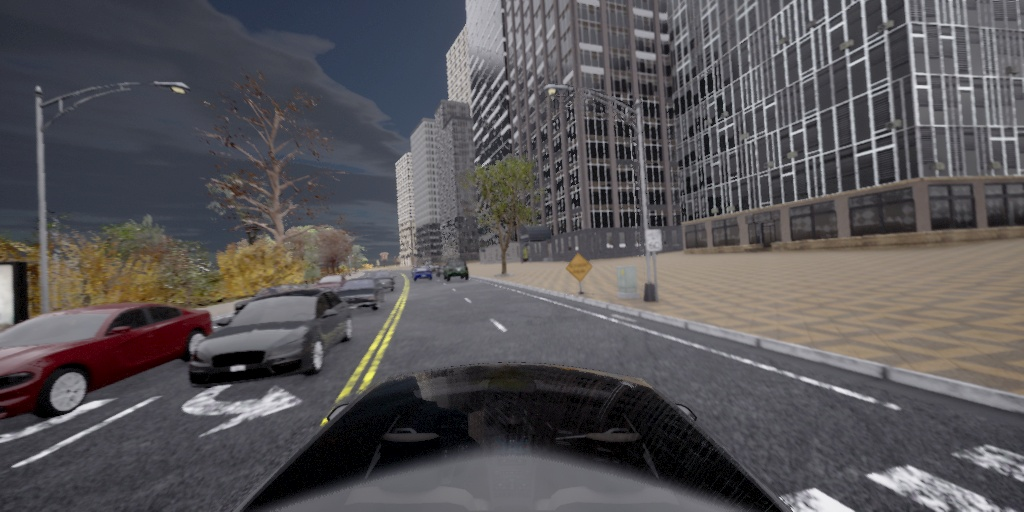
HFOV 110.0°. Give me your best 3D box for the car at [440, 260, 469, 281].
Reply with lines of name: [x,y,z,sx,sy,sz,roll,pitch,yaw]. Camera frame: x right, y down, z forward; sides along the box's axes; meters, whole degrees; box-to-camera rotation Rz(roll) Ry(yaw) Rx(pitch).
car: [-5.882,1.493,37.535,2.150,2.045,5.566,-3,0,-15]

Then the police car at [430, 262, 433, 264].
police car: [-13.048,2.265,63.662,1.930,1.638,5.238,-3,0,-19]

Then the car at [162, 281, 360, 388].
car: [-4.909,1.565,8.018,1.837,1.490,4.892,-3,0,-14]

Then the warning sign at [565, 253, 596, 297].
warning sign: [3.006,0.781,15.600,1.300,1.860,1.060,0,0,-14]

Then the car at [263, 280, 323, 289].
car: [-10.189,1.985,15.858,1.895,1.301,4.718,-3,0,-14]

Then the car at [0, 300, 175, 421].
car: [-7.956,1.698,6.789,1.882,1.535,5.008,-3,0,-13]

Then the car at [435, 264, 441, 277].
car: [-9.350,2.028,49.078,2.128,1.511,4.902,-3,0,-17]

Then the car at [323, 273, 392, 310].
car: [-7.217,1.778,17.327,2.033,1.411,5.357,-3,0,-15]

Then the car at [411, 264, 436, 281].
car: [-10.183,2.003,40.875,1.882,1.535,5.008,-3,0,-16]

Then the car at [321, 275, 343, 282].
car: [-12.796,2.103,25.699,1.812,1.442,4.674,-3,0,-15]

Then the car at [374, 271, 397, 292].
car: [-9.897,1.921,27.394,2.128,1.511,4.902,-3,0,-15]
